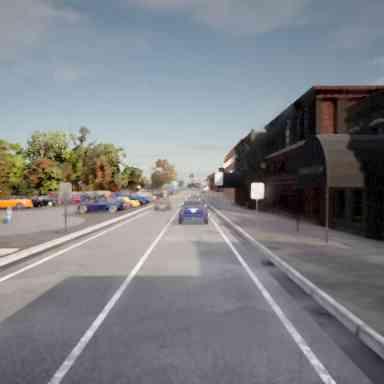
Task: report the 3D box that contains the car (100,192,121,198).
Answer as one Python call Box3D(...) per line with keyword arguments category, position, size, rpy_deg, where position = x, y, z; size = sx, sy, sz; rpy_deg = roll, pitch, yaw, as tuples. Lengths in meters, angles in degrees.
Box3D(category="car", position=(-21.630, 0.803, 88.200), size=(5.008, 1.535, 2.097), rpy_deg=(0, 1, 0))

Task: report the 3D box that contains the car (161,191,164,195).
Box3D(category="car", position=(-9.156, 1.110, 74.192), size=(4.674, 1.452, 2.002), rpy_deg=(0, 1, 0))

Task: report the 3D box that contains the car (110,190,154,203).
Box3D(category="car", position=(-9.266, 1.074, 51.566), size=(5.566, 2.045, 2.435), rpy_deg=(0, 0, 0))

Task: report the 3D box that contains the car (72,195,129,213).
Box3D(category="car", position=(-9.428, 1.380, 34.612), size=(4.792, 1.488, 2.163), rpy_deg=(0, 0, 0))

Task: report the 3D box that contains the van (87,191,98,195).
Box3D(category="van", position=(-21.660, 1.006, 65.734), size=(4.442, 1.987, 1.878), rpy_deg=(0, 1, 0))

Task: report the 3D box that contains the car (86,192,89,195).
Box3D(category="car", position=(-21.812, 1.309, 59.959), size=(5.008, 1.535, 2.097), rpy_deg=(0, 0, 0))

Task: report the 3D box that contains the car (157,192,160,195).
Box3D(category="car", position=(-9.204, 1.271, 65.717), size=(4.674, 1.452, 2.002), rpy_deg=(0, 1, 0))

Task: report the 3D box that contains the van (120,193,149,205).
Box3D(category="van", position=(-9.393, 1.095, 54.393), size=(4.442, 1.987, 1.878), rpy_deg=(0, 0, 0))

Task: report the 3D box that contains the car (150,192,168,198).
Box3D(category="car", position=(-9.046, 0.786, 91.143), size=(4.674, 1.452, 2.002), rpy_deg=(0, 1, 0))

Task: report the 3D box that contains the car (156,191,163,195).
Box3D(category="car", position=(-9.183, 1.177, 68.541), size=(5.008, 1.535, 2.097), rpy_deg=(0, 1, 0))

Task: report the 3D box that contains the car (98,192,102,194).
Box3D(category="car", position=(-21.792, 1.207, 68.566), size=(4.792, 1.488, 2.163), rpy_deg=(0, 1, 0))

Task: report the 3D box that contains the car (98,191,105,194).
Box3D(category="car", position=(-21.712, 1.001, 71.260), size=(4.553, 1.767, 2.185), rpy_deg=(0, 1, 0))

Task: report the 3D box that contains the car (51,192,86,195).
Box3D(category="car", position=(-21.808, 1.066, 57.123), size=(5.566, 2.045, 2.435), rpy_deg=(0, 0, 0))

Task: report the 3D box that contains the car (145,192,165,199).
Box3D(category="car", position=(-9.132, 0.782, 82.665), size=(4.553, 1.767, 2.185), rpy_deg=(0, 1, 0))

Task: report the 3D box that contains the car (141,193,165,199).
Box3D(category="car", position=(-9.304, 0.959, 79.843), size=(5.366, 1.575, 1.946), rpy_deg=(0, 1, 0))

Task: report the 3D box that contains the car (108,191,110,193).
Box3D(category="car", position=(-21.712, 1.017, 77.033), size=(4.892, 1.521, 2.231), rpy_deg=(0, 1, 0))

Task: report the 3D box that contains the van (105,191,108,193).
Box3D(category="van", position=(-21.841, 0.844, 74.205), size=(4.442, 1.987, 1.878), rpy_deg=(0, 1, 0))

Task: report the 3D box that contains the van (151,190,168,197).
Box3D(category="van", position=(-9.148, 0.466, 93.964), size=(4.442, 1.987, 1.878), rpy_deg=(0, 1, 0))

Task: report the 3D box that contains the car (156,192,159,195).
Box3D(category="car", position=(-9.226, 1.321, 62.883), size=(4.674, 1.452, 2.002), rpy_deg=(0, 1, 0))

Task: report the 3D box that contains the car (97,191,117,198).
Box3D(category="car", position=(-21.684, 0.731, 85.375), size=(4.553, 1.767, 2.185), rpy_deg=(0, 1, 0))

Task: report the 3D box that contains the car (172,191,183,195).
Box3D(category="car", position=(-3.019, 0.705, 80.180), size=(1.895, 1.301, 4.718), rpy_deg=(0, 1, 1))

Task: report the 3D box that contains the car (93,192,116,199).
Box3D(category="car", position=(-21.676, 0.911, 82.554), size=(5.008, 1.535, 2.097), rpy_deg=(0, 1, 0))

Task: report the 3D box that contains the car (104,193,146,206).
Box3D(category="car", position=(-9.324, 1.334, 45.916), size=(5.008, 1.535, 2.097), rpy_deg=(0, 0, 0))

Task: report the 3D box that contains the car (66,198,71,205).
Box3D(category="car", position=(-21.842, 1.355, 51.476), size=(4.792, 1.488, 2.163), rpy_deg=(0, 0, 0))

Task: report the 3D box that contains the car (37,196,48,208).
Box3D(category="car", position=(-21.921, 1.337, 43.006), size=(5.008, 1.535, 2.097), rpy_deg=(0, 0, 0))

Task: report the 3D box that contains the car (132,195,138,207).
Box3D(category="car", position=(-9.367, 1.382, 40.264), size=(4.674, 1.452, 2.002), rpy_deg=(0, 0, 0))

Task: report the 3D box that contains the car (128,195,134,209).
Box3D(category="car", position=(-9.384, 1.386, 37.439), size=(4.674, 1.452, 2.002), rpy_deg=(0, 0, 0))

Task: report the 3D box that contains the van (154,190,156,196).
Box3D(category="van", position=(-9.359, 1.084, 59.923), size=(4.442, 1.987, 1.878), rpy_deg=(0, 0, 0))

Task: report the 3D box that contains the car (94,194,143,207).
Box3D(category="car", position=(-9.532, 1.335, 43.091), size=(5.366, 1.575, 1.946), rpy_deg=(0, 0, 0))

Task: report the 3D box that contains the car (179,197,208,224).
Box3D(category="car", position=(0.101, 1.337, 25.080), size=(2.097, 1.767, 4.553), rpy_deg=(0, 0, 0))

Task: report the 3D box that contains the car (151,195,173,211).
Box3D(category="car", position=(-3.333, 1.457, 39.133), size=(1.812, 1.442, 4.674), rpy_deg=(0, 0, 0))

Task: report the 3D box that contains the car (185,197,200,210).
Box3D(category="car", position=(0.113, 1.418, 42.950), size=(1.837, 1.490, 4.892), rpy_deg=(0, 0, 0))

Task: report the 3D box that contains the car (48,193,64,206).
Box3D(category="car", position=(-21.896, 1.330, 48.778), size=(4.892, 1.521, 2.231), rpy_deg=(0, 0, 0))

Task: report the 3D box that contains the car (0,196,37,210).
Box3D(category="car", position=(-21.912, 1.216, 40.306), size=(4.553, 1.767, 2.185), rpy_deg=(0, 0, 0))

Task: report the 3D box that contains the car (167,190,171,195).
Box3D(category="car", position=(-8.898, 0.851, 85.491), size=(5.366, 1.575, 1.946), rpy_deg=(0, 1, 0))

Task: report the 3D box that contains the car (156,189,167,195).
Box3D(category="car", position=(-9.165, 0.764, 77.012), size=(5.566, 2.045, 2.435), rpy_deg=(0, 1, 0))

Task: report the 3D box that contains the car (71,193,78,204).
Box3D(category="car", position=(-21.824, 1.351, 54.300), size=(4.792, 1.488, 2.163), rpy_deg=(0, 0, 0))

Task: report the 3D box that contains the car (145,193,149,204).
Box3D(category="car", position=(-9.317, 1.329, 48.741), size=(5.008, 1.535, 2.097), rpy_deg=(0, 0, 0))

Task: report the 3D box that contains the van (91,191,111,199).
Box3D(category="van", position=(-21.803, 0.736, 79.854), size=(4.442, 1.987, 1.878), rpy_deg=(0, 1, 0))
